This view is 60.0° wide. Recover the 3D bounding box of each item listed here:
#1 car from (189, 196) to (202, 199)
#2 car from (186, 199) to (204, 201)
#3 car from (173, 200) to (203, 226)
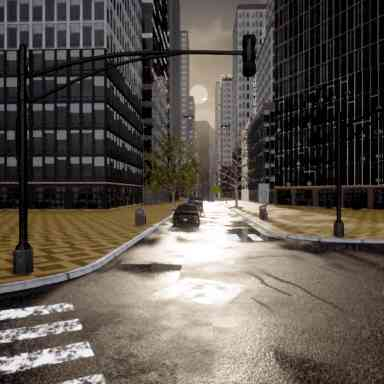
[{"bbox_3d":[0.471,1.554,46.250,2.150,2.045,5.566,0,0,2],"label":"car"},{"bbox_3d":[0.049,1.777,35.599,1.812,1.442,4.674,0,0,2],"label":"car"},{"bbox_3d":[-0.358,1.654,25.387,1.882,1.535,5.008,0,0,2],"label":"car"}]
